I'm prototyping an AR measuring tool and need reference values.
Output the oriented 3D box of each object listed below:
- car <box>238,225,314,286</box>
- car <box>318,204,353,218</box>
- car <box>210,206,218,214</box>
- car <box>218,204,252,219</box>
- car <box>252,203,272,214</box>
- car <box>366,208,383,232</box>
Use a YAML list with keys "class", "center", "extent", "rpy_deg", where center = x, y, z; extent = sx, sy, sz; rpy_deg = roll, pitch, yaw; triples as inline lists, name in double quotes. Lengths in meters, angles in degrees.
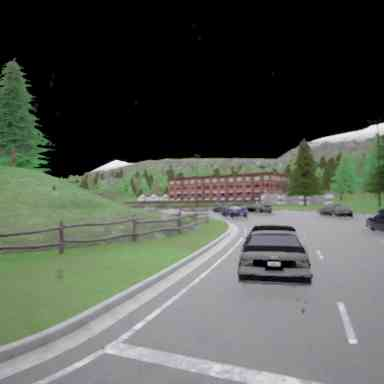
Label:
- class: "car"
  center: [2.470, 1.714, 9.957]
  extent: [2.033, 1.411, 5.357]
  rpy_deg: [-1, -1, 14]
- class: "car"
  center: [15.648, 2.056, 36.457]
  extent: [1.994, 1.385, 4.181]
  rpy_deg: [0, -1, -10]
- class: "car"
  center: [4.669, 2.414, 47.660]
  extent: [2.033, 1.411, 5.357]
  rpy_deg: [0, -1, -27]
- class: "car"
  center: [4.722, 2.188, 37.210]
  extent: [1.812, 1.442, 4.674]
  rpy_deg: [0, -1, -12]
- class: "car"
  center: [9.120, 2.262, 45.959]
  extent: [2.128, 1.511, 4.902]
  rpy_deg: [0, -1, -22]
- class: "car"
  center: [11.929, 1.762, 19.450]
  extent: [2.033, 1.411, 5.357]
  rpy_deg: [-1, -1, 11]
